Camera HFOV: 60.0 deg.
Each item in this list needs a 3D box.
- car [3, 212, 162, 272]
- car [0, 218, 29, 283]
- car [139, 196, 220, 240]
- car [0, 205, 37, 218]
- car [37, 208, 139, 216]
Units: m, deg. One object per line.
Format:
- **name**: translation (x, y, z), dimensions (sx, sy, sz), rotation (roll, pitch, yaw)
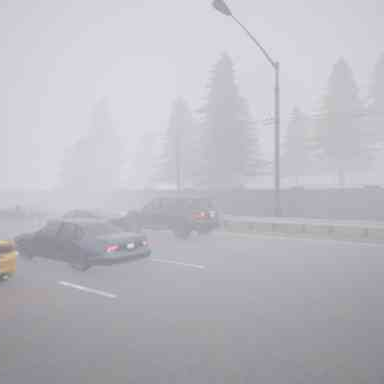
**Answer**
- **car**: translation (-3.774, 1.581, 10.913), dimensions (5.357, 1.411, 2.033), rotation (0, 0, 36)
- **car**: translation (-6.493, 1.514, 8.561), dimensions (5.008, 1.535, 1.882), rotation (0, 0, 36)
- **car**: translation (-1.173, 1.258, 17.672), dimensions (5.566, 2.045, 2.150), rotation (-1, -1, 36)
- **car**: translation (-13.778, 1.697, 26.659), dimensions (4.718, 1.301, 1.895), rotation (0, 0, 36)
- **car**: translation (-5.192, 1.527, 16.254), dimensions (5.008, 1.535, 1.882), rotation (0, 0, 36)
